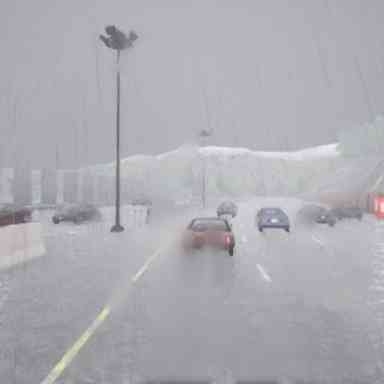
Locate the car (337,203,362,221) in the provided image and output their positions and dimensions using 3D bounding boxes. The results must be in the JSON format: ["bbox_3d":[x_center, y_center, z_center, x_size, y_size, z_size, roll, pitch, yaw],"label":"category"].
[{"bbox_3d":[13.442,1.709,29.336,2.128,1.511,4.902,0,0,10],"label":"car"}]

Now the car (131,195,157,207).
[{"bbox_3d":[-8.692,1.513,58.659,2.150,2.045,5.566,0,0,15],"label":"car"}]

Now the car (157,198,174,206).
[{"bbox_3d":[-4.816,1.790,59.707,1.882,1.535,5.008,0,0,15],"label":"car"}]

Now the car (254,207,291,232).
[{"bbox_3d":[5.051,1.687,21.285,2.033,1.411,5.357,0,0,7],"label":"car"}]

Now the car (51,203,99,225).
[{"bbox_3d":[-8.714,1.613,25.246,1.837,1.490,4.892,0,-1,8],"label":"car"}]

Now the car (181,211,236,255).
[{"bbox_3d":[0.740,1.680,13.628,1.895,1.301,4.718,0,0,5],"label":"car"}]

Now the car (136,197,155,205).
[{"bbox_3d":[-9.611,1.863,68.770,2.128,1.511,4.902,0,0,15],"label":"car"}]

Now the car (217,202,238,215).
[{"bbox_3d":[3.651,1.752,34.131,2.033,1.411,5.357,0,0,12],"label":"car"}]

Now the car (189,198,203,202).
[{"bbox_3d":[0.883,1.904,67.339,2.033,1.411,5.357,0,0,15],"label":"car"}]

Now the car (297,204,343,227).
[{"bbox_3d":[9.018,1.720,24.380,2.033,1.411,5.357,0,0,9],"label":"car"}]

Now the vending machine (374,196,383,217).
[{"bbox_3d":[19.331,1.463,34.046,1.100,2.100,0.880,0,0,13],"label":"vending machine"}]
